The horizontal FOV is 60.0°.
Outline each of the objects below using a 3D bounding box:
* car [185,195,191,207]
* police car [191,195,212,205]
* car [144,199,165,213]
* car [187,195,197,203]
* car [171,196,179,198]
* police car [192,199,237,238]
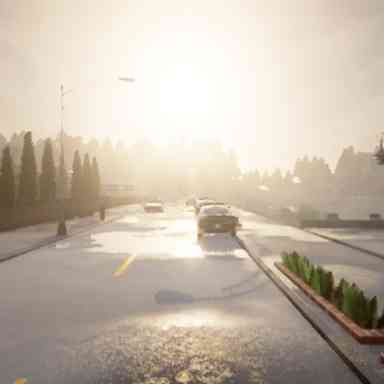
[{"bbox_3d":[0.000,1.508,51.105,1.994,1.385,4.181,0,0,0],"label":"car"},{"bbox_3d":[1.142,1.345,27.611,1.930,1.638,5.238,-4,0,0],"label":"police car"},{"bbox_3d":[-4.095,1.507,37.092,2.033,1.411,5.357,0,0,0],"label":"car"},{"bbox_3d":[-0.002,1.425,65.854,1.837,1.490,4.892,0,0,0],"label":"car"},{"bbox_3d":[-4.004,1.148,78.529,2.033,1.411,5.357,0,0,0],"label":"car"},{"bbox_3d":[1.159,1.382,17.619,1.930,1.638,5.238,-2,-1,0],"label":"police car"}]
